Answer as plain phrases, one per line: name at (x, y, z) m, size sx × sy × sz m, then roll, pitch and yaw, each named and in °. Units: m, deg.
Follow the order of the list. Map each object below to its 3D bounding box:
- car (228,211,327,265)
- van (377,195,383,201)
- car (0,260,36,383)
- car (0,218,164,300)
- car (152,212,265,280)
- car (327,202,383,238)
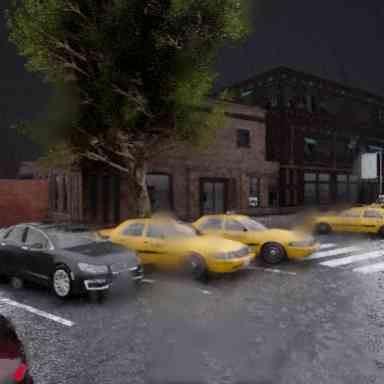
car at (1.652, 1.474, 11.779) m, size 5.366 × 1.575 × 1.946 m, roll -1°, pitch -1°, yaw 34°
van at (13.570, 1.164, 20.724) m, size 4.442 × 1.987 × 1.878 m, roll -1°, pitch 0°, yaw 34°
car at (-3.303, 1.565, 2.060) m, size 4.181 × 1.385 × 1.994 m, roll 0°, pitch 0°, yaw -35°
car at (-3.389, 1.485, 8.398) m, size 4.892 × 1.521 × 2.231 m, roll -1°, pitch -1°, yaw 34°
car at (-0.789, 1.476, 10.032) m, size 5.366 × 1.575 × 1.946 m, roll -1°, pitch -1°, yaw 34°
car at (8.667, 1.463, 17.243) m, size 5.366 × 1.575 × 1.946 m, roll -1°, pitch 0°, yaw 34°
